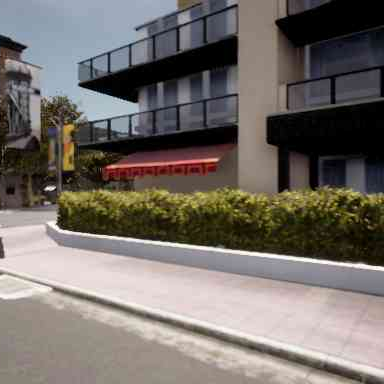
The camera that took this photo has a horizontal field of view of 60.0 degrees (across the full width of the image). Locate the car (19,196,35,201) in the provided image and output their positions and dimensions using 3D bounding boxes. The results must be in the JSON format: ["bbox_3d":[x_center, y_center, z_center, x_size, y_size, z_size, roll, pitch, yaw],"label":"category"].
[{"bbox_3d":[-34.226,1.573,66.524,4.892,1.521,2.231,0,0,36],"label":"car"}]
